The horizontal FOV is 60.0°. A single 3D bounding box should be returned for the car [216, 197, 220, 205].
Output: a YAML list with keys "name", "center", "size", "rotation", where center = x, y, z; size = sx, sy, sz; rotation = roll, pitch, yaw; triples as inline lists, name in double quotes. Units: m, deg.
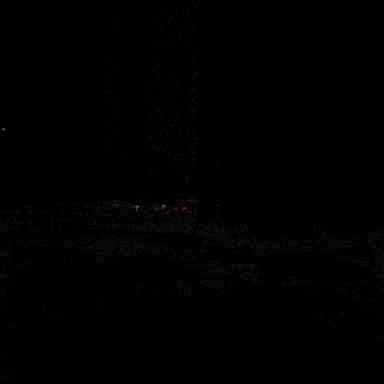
- name: "car"
  center: [5.147, 1.637, 59.477]
  size: [1.994, 1.385, 4.181]
  rotation: [0, 0, 36]

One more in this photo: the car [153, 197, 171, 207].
- name: "car"
  center: [-3.484, 1.577, 52.968]
  size: [1.812, 1.442, 4.674]
  rotation: [0, 0, 36]

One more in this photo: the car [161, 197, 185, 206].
- name: "car"
  center: [-3.315, 1.618, 58.859]
  size: [1.994, 1.385, 4.181]
  rotation: [0, 0, 36]

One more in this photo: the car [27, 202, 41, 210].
- name: "car"
  center: [-18.755, 1.616, 43.133]
  size: [1.895, 1.301, 4.718]
  rotation: [0, 0, 36]

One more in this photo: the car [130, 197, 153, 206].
- name: "car"
  center: [-8.586, 1.565, 57.170]
  size: [1.812, 1.442, 4.674]
  rotation: [0, 0, 36]

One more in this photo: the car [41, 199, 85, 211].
- name: "car"
  center: [-15.862, 1.622, 41.588]
  size: [1.895, 1.301, 4.718]
  rotation: [0, 0, 36]

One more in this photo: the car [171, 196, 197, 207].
- name: "car"
  center: [-0.537, 1.411, 51.492]
  size: [2.097, 1.767, 4.553]
  rotation: [0, 0, 36]
